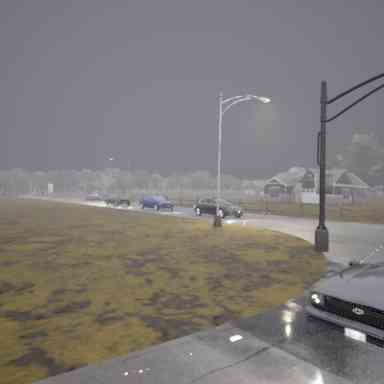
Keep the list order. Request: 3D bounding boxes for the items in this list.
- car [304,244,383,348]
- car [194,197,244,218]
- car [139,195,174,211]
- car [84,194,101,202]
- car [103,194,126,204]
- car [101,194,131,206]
[{"bbox_3d":[4.389,1.548,6.046,5.357,1.411,2.033,0,0,-35],"label":"car"},{"bbox_3d":[2.040,1.223,26.452,1.837,1.490,4.892,2,0,-35],"label":"car"},{"bbox_3d":[-3.753,1.080,34.600,1.882,1.535,5.008,2,0,-36],"label":"car"},{"bbox_3d":[-18.199,1.003,61.130,2.033,1.411,5.357,2,-1,-35],"label":"car"},{"bbox_3d":[-12.403,1.083,52.977,1.994,1.385,4.181,2,-1,-35],"label":"car"},{"bbox_3d":[-9.540,1.105,42.756,1.895,1.301,4.718,2,-1,-35],"label":"car"}]
